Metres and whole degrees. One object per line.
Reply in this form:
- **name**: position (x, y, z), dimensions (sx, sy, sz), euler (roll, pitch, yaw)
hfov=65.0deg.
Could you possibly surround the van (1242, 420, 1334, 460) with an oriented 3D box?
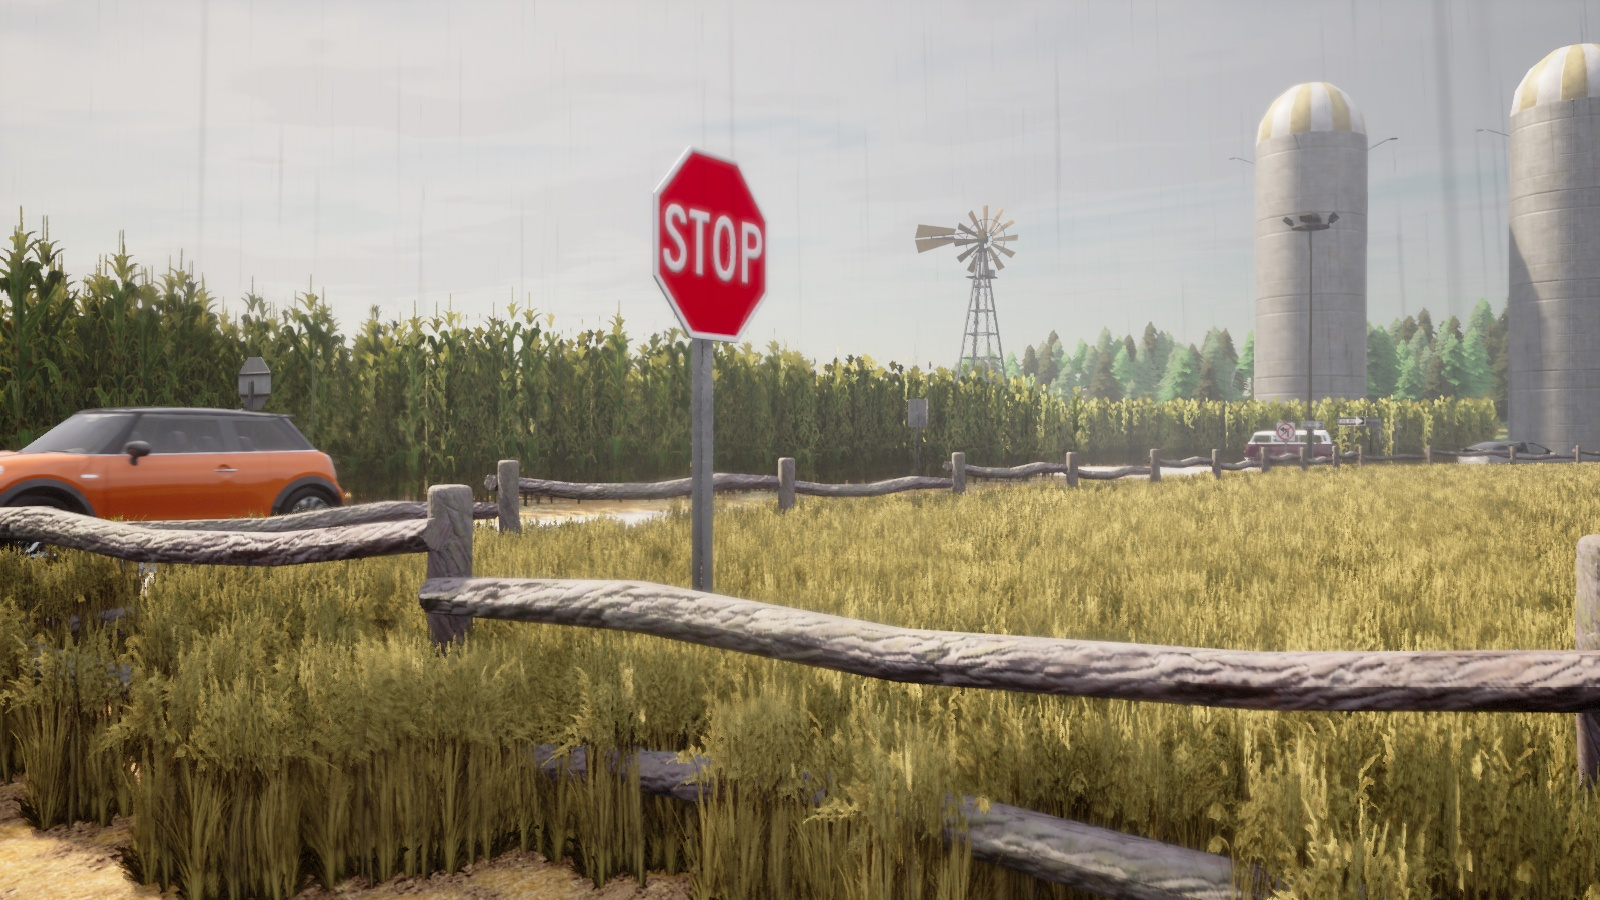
- **van**: position (26.094, -0.507, 67.185), dimensions (4.480, 2.038, 2.069), euler (-1, 0, 24)

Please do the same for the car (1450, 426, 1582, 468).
- **car**: position (27.812, -0.134, 48.794), dimensions (4.514, 1.525, 2.007), euler (-1, 1, -21)

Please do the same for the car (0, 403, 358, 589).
- **car**: position (-7.533, 0.431, 13.989), dimensions (2.097, 1.767, 4.553), euler (-1, 0, 34)
